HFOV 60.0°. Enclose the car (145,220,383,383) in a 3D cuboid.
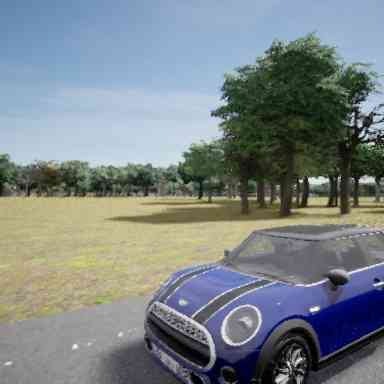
[{"bbox_3d":[1.567,1.340,5.102,4.553,1.767,2.097,0,0,-35],"label":"car"}]
